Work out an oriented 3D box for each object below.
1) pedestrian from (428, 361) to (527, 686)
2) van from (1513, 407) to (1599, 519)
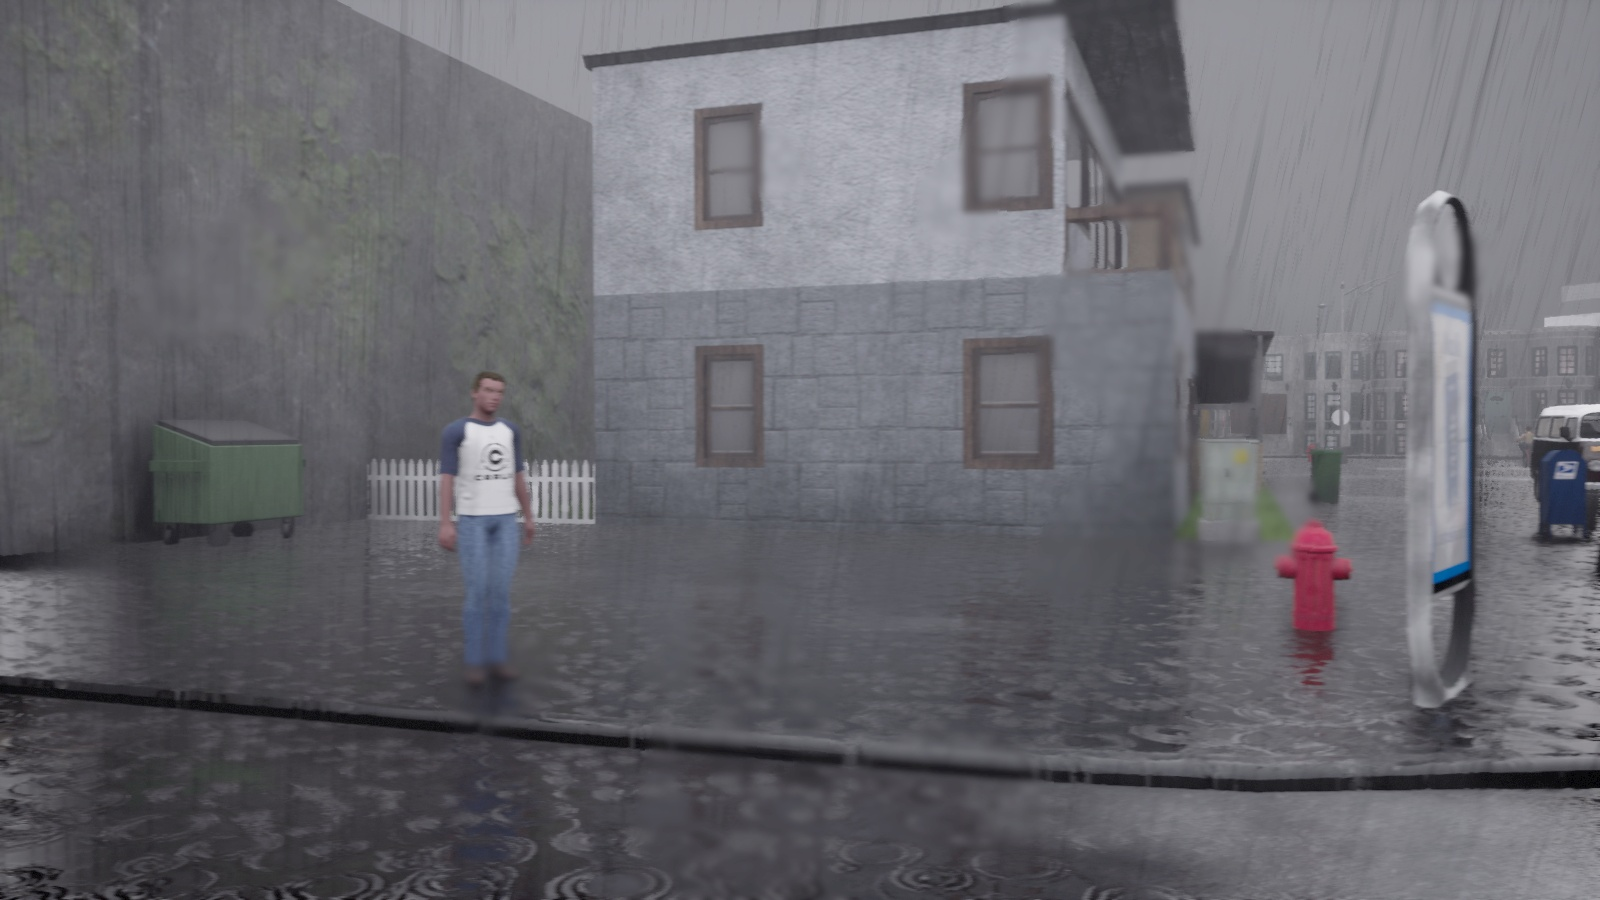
[{"bbox_3d":[-1.924,0.411,7.472,0.354,1.836,0.706,0,1,-34],"label":"pedestrian"},{"bbox_3d":[15.742,0.219,24.804,2.069,2.038,4.480,1,1,19],"label":"van"}]
